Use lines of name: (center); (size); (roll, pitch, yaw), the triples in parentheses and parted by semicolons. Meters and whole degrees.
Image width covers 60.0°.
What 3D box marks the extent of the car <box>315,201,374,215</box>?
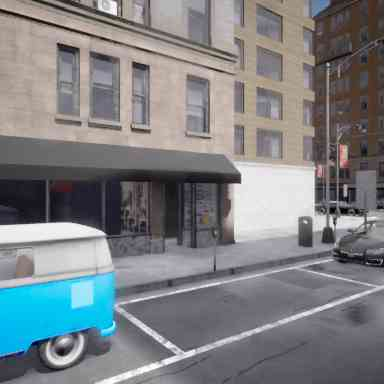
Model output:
car: (13.798, 1.524, 30.922); (1.895, 1.301, 4.718); (0, 0, -35)

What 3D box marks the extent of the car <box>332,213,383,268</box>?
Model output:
car: (6.262, 1.551, 10.655); (4.403, 1.369, 2.008); (0, 0, -35)

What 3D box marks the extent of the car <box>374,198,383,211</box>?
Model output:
car: (21.589, 1.413, 37.139); (2.128, 1.511, 4.902); (0, 0, -36)

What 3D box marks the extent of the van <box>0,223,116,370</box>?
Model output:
van: (-2.957, 1.341, 4.081); (3.998, 1.788, 1.690); (0, 0, -35)
